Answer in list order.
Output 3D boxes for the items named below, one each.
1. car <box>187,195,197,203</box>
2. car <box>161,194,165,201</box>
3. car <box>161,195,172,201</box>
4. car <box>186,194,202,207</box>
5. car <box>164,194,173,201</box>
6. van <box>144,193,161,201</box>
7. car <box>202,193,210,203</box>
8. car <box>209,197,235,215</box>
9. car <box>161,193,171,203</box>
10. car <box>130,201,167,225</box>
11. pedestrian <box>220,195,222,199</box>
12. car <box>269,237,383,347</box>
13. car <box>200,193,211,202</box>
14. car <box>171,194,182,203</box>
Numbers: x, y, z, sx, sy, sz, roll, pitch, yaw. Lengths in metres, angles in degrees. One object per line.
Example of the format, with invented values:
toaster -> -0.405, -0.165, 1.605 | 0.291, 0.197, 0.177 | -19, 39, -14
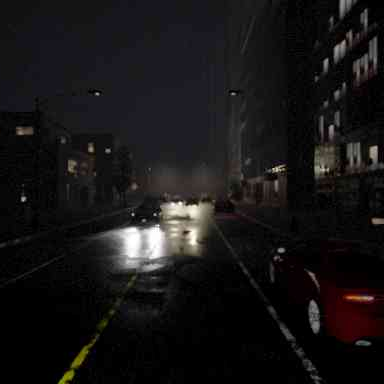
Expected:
car -> 0.024, 1.315, 64.754 | 1.837, 1.490, 4.892 | 0, 0, 0
car -> -5.660, 1.430, 51.564 | 1.802, 1.307, 4.206 | 1, 0, 0
car -> -5.651, 1.334, 74.139 | 2.008, 1.369, 4.403 | 1, 0, 0
car -> 0.041, 1.402, 48.934 | 2.033, 1.411, 5.357 | 0, 0, 1
car -> -5.649, 1.312, 79.783 | 1.887, 1.381, 4.507 | 1, 0, 0
van -> -5.658, 1.205, 45.918 | 1.690, 1.788, 3.998 | 1, 0, 0
car -> 2.726, 1.255, 62.792 | 1.967, 1.590, 4.097 | 1, 0, 0
car -> 3.013, 1.381, 32.304 | 1.882, 1.535, 5.008 | 0, 0, 0
car -> -5.651, 1.130, 62.851 | 2.192, 1.841, 5.009 | 1, 0, 0
car -> -3.090, 1.530, 23.605 | 1.895, 1.301, 4.718 | 0, 0, 0
pedestrian -> 3.012, 1.188, 35.323 | 0.375, 1.860, 0.375 | 1, -1, 0
car -> 2.704, 1.525, 6.352 | 1.887, 1.381, 4.507 | 1, 0, 0
car -> 2.730, 1.114, 68.436 | 2.192, 1.841, 5.009 | 1, 0, 0
car -> -2.989, 1.408, 64.899 | 1.895, 1.301, 4.718 | 0, 0, 0
